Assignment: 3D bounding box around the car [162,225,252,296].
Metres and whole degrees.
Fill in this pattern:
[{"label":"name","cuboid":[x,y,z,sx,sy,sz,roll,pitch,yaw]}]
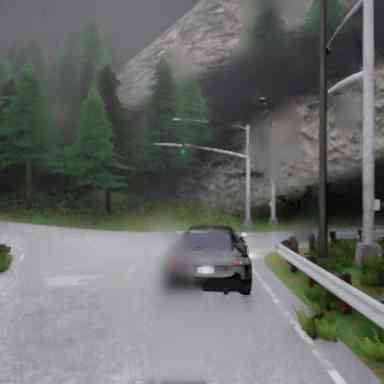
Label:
[{"label":"car","cuboid":[0.520,1.557,8.754,1.994,1.385,4.181,0,0,7]}]
